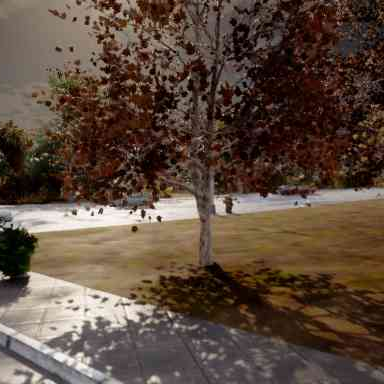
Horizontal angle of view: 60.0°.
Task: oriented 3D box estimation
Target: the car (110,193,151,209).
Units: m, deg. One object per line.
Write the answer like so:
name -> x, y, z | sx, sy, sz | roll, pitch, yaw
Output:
car -> -5.950, 0.878, 32.348 | 4.181, 1.385, 1.994 | -2, 3, -38

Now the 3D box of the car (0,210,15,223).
car -> -12.111, 1.277, 17.572 | 4.718, 1.301, 1.895 | 0, 1, -45

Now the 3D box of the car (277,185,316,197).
car -> 14.423, -0.125, 45.158 | 4.718, 1.301, 1.895 | -3, 3, -26

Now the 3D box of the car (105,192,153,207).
car -> -6.773, 0.784, 36.165 | 4.718, 1.301, 1.895 | -2, 3, -37

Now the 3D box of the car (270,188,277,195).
car -> 13.472, -0.272, 48.589 | 4.181, 1.385, 1.994 | -3, 3, -26
